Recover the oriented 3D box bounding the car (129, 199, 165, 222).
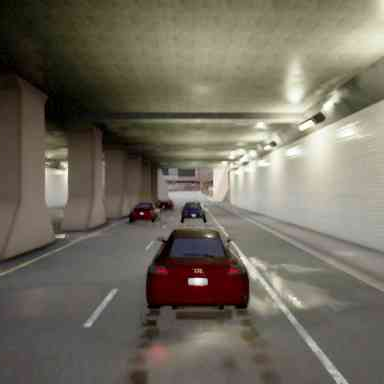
[{"bbox_3d":[-3.527,1.499,25.617,1.994,1.385,4.181,0,0,1],"label":"car"}]

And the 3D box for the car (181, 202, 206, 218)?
[{"bbox_3d":[0.116,1.458,25.611,1.812,1.442,4.674,0,0,0],"label":"car"}]

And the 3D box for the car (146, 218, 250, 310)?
[{"bbox_3d":[0.105,1.543,7.867,1.994,1.385,4.181,0,0,0],"label":"car"}]

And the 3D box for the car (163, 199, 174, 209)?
[{"bbox_3d":[-3.407,1.490,42.807,1.895,1.301,4.718,0,0,0],"label":"car"}]

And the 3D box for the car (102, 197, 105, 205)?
[{"bbox_3d":[-14.029,1.472,51.641,1.895,1.301,4.718,0,0,1],"label":"car"}]
